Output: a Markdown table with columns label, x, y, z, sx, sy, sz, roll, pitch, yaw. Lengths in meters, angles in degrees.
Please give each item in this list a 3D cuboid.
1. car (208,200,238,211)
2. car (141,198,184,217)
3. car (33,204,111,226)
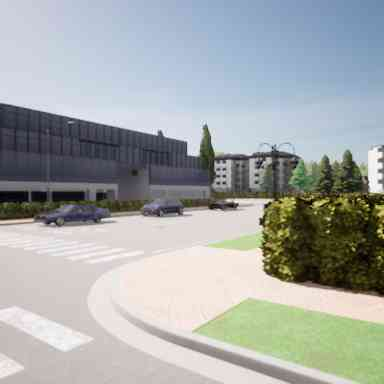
| label | x | y | z | sx | sy | sz | roll | pitch | yaw |
| --- | --- | --- | --- | --- | --- | --- | --- | --- | --- |
| car | 3.901 | 1.629 | 41.311 | 1.895 | 1.301 | 4.718 | 0 | 0 | 35 |
| car | -2.792 | 1.380 | 31.874 | 2.097 | 1.767 | 4.553 | 0 | 0 | 35 |
| car | -8.438 | 1.575 | 23.993 | 2.033 | 1.411 | 5.357 | 0 | 0 | 37 |
